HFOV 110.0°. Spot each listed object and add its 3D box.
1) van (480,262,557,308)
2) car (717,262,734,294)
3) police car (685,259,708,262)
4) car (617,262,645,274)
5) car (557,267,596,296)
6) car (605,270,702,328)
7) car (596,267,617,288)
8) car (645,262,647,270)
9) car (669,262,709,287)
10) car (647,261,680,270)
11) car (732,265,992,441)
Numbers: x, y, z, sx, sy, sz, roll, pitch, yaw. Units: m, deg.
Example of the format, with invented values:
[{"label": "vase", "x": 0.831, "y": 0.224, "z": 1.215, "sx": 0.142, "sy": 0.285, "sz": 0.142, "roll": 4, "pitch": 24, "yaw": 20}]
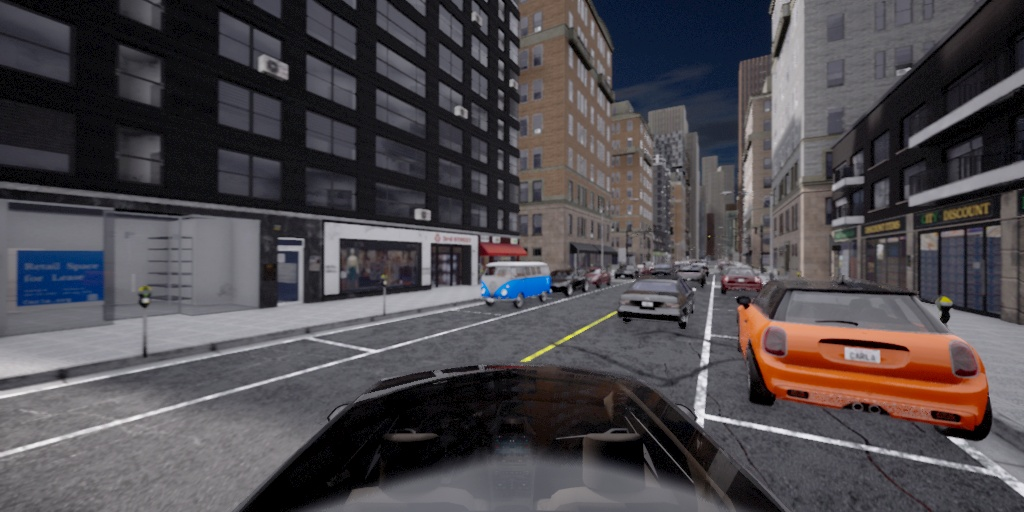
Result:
[{"label": "van", "x": 0.233, "y": 1.142, "z": 15.292, "sx": 1.690, "sy": 1.789, "sz": 3.998, "roll": 0, "pitch": 0, "yaw": 30}, {"label": "car", "x": 13.085, "y": 1.317, "z": 20.636, "sx": 1.967, "sy": 1.591, "sz": 4.097, "roll": 0, "pitch": 0, "yaw": 30}, {"label": "police car", "x": 21.001, "y": 1.417, "z": 40.314, "sx": 1.930, "sy": 1.638, "sz": 5.238, "roll": 0, "pitch": -1, "yaw": 30}, {"label": "car", "x": 11.120, "y": 1.488, "z": 34.415, "sx": 1.948, "sy": 1.339, "sz": 4.313, "roll": 0, "pitch": 0, "yaw": 30}, {"label": "car", "x": 2.954, "y": 1.397, "z": 20.073, "sx": 1.948, "sy": 1.339, "sz": 4.313, "roll": 0, "pitch": 0, "yaw": 30}, {"label": "car", "x": 4.889, "y": 1.356, "z": 11.811, "sx": 2.033, "sy": 1.411, "sz": 5.357, "roll": 0, "pitch": 0, "yaw": 30}, {"label": "car", "x": 5.677, "y": 1.443, "z": 24.854, "sx": 1.802, "sy": 1.307, "sz": 4.207, "roll": 0, "pitch": 0, "yaw": 30}, {"label": "car", "x": 13.841, "y": 1.536, "z": 39.196, "sx": 1.802, "sy": 1.307, "sz": 4.207, "roll": 0, "pitch": 0, "yaw": 30}, {"label": "car", "x": 13.118, "y": 1.391, "z": 26.266, "sx": 2.128, "sy": 1.511, "sz": 4.902, "roll": 0, "pitch": 0, "yaw": 30}, {"label": "car", "x": 15.862, "y": 1.504, "z": 37.473, "sx": 2.033, "sy": 1.411, "sz": 5.357, "roll": 0, "pitch": 0, "yaw": 30}, {"label": "car", "x": 4.969, "y": 1.139, "z": 5.861, "sx": 2.097, "sy": 1.767, "sz": 4.553, "roll": 0, "pitch": 0, "yaw": 30}]
